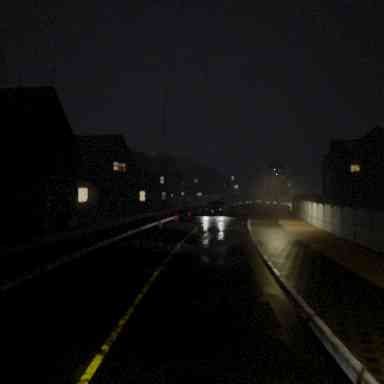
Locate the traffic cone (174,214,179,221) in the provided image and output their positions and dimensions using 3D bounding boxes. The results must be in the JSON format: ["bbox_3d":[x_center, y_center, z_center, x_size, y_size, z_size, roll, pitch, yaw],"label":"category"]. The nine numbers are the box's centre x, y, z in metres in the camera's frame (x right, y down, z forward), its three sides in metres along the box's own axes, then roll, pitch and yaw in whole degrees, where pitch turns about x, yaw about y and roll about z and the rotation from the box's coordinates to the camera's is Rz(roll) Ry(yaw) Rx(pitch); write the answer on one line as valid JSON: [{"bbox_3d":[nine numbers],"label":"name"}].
[{"bbox_3d":[-1.264,2.040,26.958,0.340,0.580,0.340,0,0,10],"label":"traffic cone"}]

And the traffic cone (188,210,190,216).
[{"bbox_3d":[-0.266,2.034,31.937,0.340,0.580,0.340,0,0,12],"label":"traffic cone"}]

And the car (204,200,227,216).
[{"bbox_3d":[2.495,1.578,33.997,1.837,1.490,4.892,0,0,14],"label":"car"}]

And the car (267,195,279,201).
[{"bbox_3d":[19.114,1.379,78.239,1.812,1.442,4.674,0,0,28],"label":"car"}]

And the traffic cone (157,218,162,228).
[{"bbox_3d":[-2.102,2.038,21.949,0.340,0.580,0.340,0,0,9],"label":"traffic cone"}]
